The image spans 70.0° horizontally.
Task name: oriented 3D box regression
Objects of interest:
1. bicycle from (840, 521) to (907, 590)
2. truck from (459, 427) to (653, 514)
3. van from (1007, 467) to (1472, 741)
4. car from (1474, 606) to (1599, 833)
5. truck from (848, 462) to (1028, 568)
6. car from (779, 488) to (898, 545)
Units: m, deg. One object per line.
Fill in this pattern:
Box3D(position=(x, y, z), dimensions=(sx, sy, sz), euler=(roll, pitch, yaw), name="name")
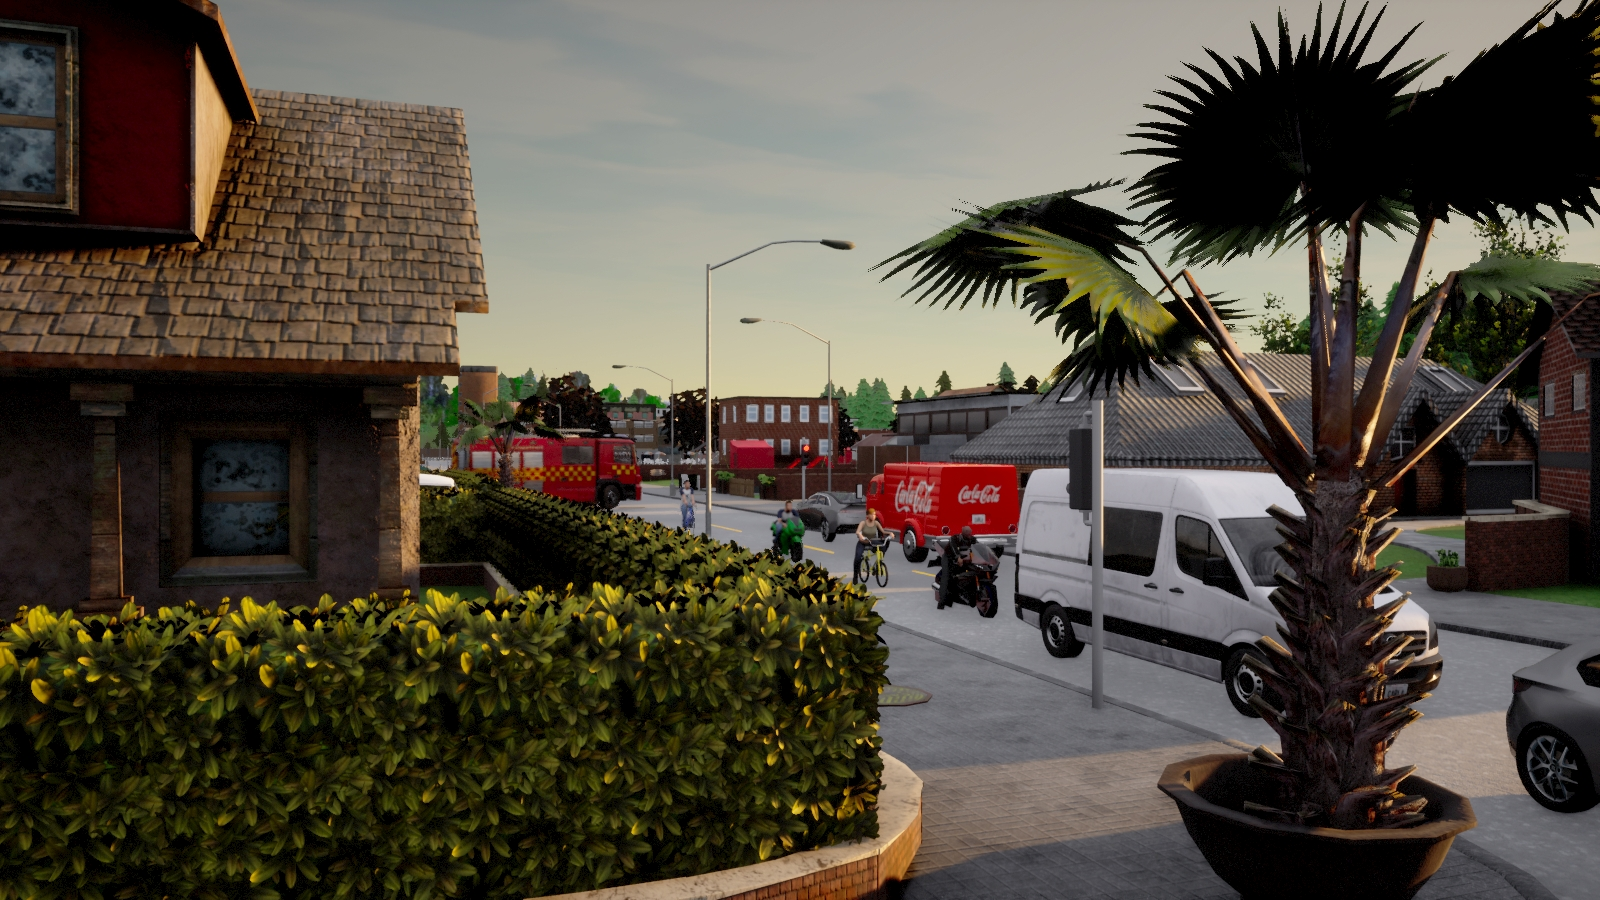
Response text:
Box3D(position=(1.505, 2.162, 23.648), dimensions=(0.859, 1.276, 1.487), euler=(0, 0, -19), name="bicycle")
Box3D(position=(-11.364, 0.894, 53.720), dimensions=(8.468, 3.827, 2.891), euler=(0, 0, -34), name="truck")
Box3D(position=(4.966, 1.538, 14.186), dimensions=(1.988, 2.561, 5.915), euler=(0, 0, -20), name="van")
Box3D(position=(6.934, 2.069, 7.650), dimensions=(1.816, 1.474, 4.193), euler=(0, 0, -12), name="car")
Box3D(position=(3.468, 1.570, 29.990), dimensions=(2.627, 2.467, 5.204), euler=(0, 0, -20), name="truck")
Box3D(position=(1.122, 2.053, 36.412), dimensions=(2.128, 1.511, 4.902), euler=(0, 0, -20), name="car")
